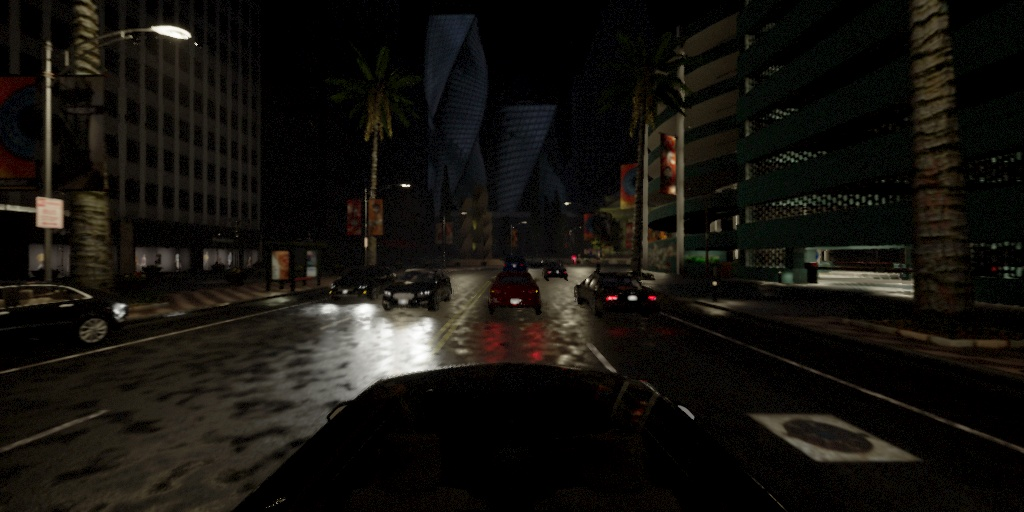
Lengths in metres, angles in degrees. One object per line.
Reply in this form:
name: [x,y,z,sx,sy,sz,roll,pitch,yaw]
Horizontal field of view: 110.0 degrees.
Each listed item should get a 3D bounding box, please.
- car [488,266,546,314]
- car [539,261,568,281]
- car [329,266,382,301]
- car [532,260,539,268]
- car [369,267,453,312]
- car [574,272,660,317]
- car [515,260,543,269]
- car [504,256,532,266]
car: [0.086,1.285,13.788,1.812,1.442,4.674,0,0,0]
car: [3.660,1.320,30.696,2.033,1.411,5.357,0,0,2]
car: [-7.081,1.266,17.668,1.837,1.490,4.892,0,0,0]
car: [5.185,1.393,56.700,1.895,1.301,4.718,0,0,38]
car: [-3.592,1.251,14.299,2.128,1.511,4.902,0,0,0]
car: [3.599,1.307,13.221,2.033,1.411,5.357,0,0,0]
car: [2.897,1.341,59.476,2.033,1.411,5.357,0,0,38]
car: [0.484,0.997,35.193,2.150,2.045,5.566,0,0,6]
